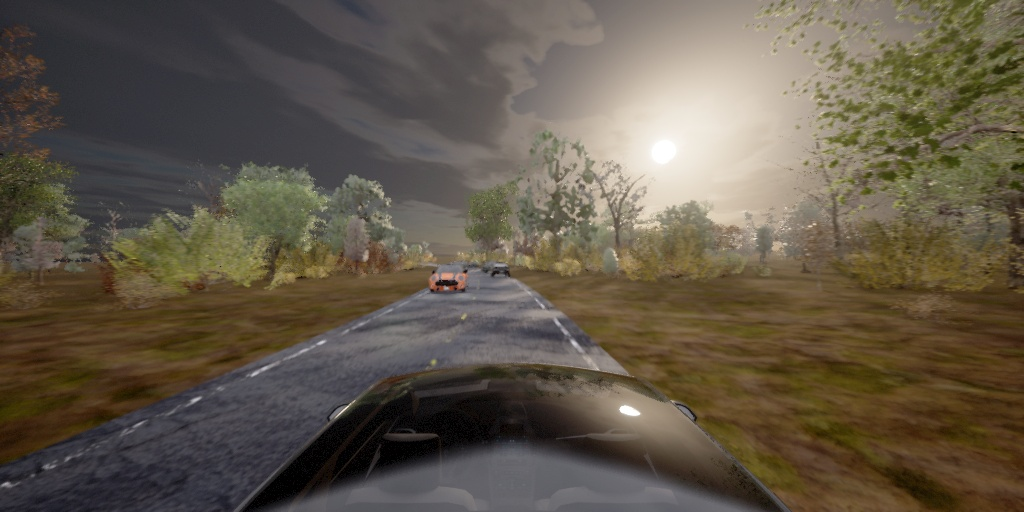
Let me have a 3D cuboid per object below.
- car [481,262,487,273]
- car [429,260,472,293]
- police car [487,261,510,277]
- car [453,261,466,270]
[{"bbox_3d":[-2.740,1.418,49.343,2.097,1.767,4.553,0,0,-9],"label":"car"},{"bbox_3d":[-3.804,1.258,22.307,2.097,1.767,4.553,0,0,-4],"label":"car"},{"bbox_3d":[-1.363,1.422,39.499,1.930,1.638,5.238,0,0,-7],"label":"police car"},{"bbox_3d":[-9.433,1.693,64.093,2.128,1.511,4.902,0,0,-11],"label":"car"}]
